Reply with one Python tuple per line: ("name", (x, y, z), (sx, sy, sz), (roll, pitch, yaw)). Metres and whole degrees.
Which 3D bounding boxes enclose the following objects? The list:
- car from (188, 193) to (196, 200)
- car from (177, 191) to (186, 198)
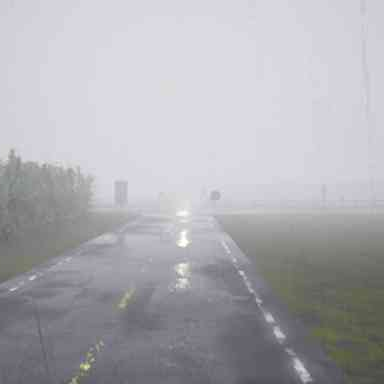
("car", (-0.030, 1.404, 87.597), (1.895, 1.301, 4.718), (0, 0, 0))
("car", (-2.782, 0.643, 91.702), (2.150, 2.045, 5.566), (0, 0, 0))
